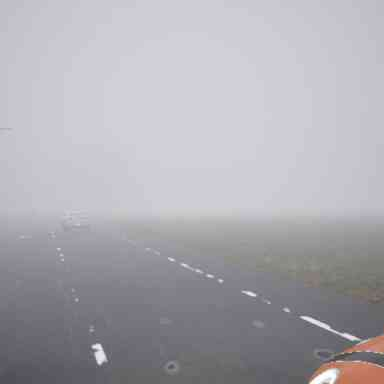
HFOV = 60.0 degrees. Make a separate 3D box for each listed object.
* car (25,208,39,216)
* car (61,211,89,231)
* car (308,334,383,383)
[{"bbox_3d":[-29.461,3.606,61.337,2.033,1.411,5.357,-2,-1,-19],"label":"car"},{"bbox_3d":[-9.533,2.259,27.008,1.812,1.442,4.674,-2,-1,-24],"label":"car"},{"bbox_3d":[2.495,1.263,1.138,2.097,1.767,4.553,-4,-1,-29],"label":"car"}]
